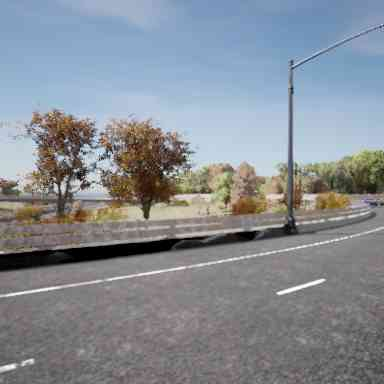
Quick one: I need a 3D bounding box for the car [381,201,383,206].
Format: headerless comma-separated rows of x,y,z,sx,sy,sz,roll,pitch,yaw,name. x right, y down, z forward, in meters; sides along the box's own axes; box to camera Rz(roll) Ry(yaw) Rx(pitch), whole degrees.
42.017,2.587,71.667,1.895,1.301,4.718,0,-1,9,car

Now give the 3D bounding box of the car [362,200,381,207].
38.571,2.448,72.275,1.882,1.535,5.008,0,-1,9,car
